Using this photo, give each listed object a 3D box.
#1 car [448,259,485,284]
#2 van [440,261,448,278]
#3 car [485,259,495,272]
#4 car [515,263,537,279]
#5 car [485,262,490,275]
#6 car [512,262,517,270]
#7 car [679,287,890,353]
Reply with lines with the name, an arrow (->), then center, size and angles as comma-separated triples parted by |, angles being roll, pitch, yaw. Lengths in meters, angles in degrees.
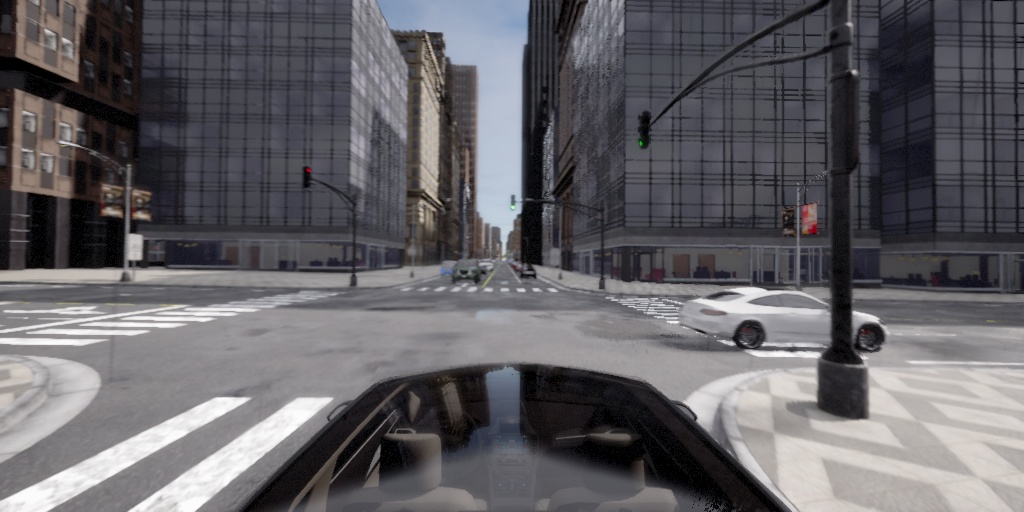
car -> -3.830, 1.271, 30.953 | 2.150, 2.045, 5.566 | 1, 0, -1
van -> -6.803, 1.459, 39.450 | 1.690, 1.789, 3.998 | 0, 0, -1
car -> -4.458, 1.591, 61.435 | 2.150, 2.045, 5.566 | 1, 0, -1
car -> 1.720, 1.765, 39.645 | 1.948, 1.339, 4.313 | 0, 0, -1
car -> -4.187, 1.820, 46.537 | 1.895, 1.301, 4.718 | 1, -1, -1
car -> 1.333, 1.957, 56.588 | 1.802, 1.307, 4.207 | 0, 0, -1
car -> 6.798, 1.540, 9.221 | 4.674, 1.442, 1.812 | 1, -1, -1
